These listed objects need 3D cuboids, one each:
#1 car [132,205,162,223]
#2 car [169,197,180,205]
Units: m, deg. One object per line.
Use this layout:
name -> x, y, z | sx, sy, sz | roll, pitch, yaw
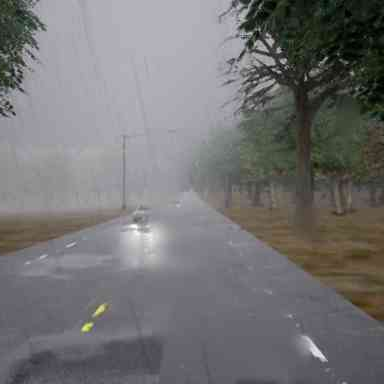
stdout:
car -> -3.602, 1.719, 27.125 | 1.895, 1.301, 4.718 | 0, 0, 0
car -> -3.509, 1.846, 68.341 | 1.837, 1.490, 4.892 | 0, 0, 0
